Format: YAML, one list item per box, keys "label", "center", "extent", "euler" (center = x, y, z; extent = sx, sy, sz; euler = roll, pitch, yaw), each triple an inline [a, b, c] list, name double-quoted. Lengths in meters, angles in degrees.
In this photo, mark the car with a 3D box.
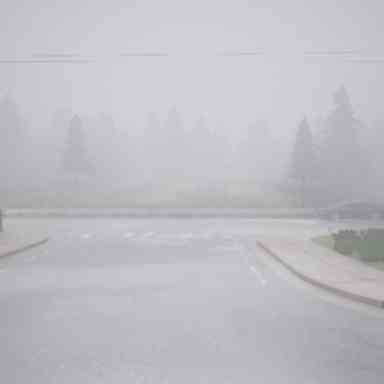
- label: "car"
  center: [11.511, 1.393, 24.302]
  extent: [4.892, 1.490, 1.837]
  euler: [0, 0, 0]
